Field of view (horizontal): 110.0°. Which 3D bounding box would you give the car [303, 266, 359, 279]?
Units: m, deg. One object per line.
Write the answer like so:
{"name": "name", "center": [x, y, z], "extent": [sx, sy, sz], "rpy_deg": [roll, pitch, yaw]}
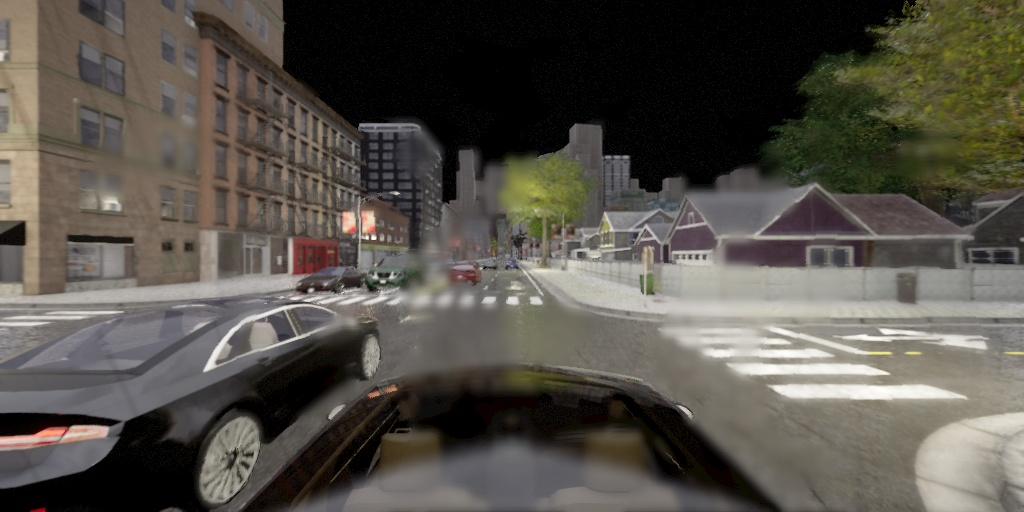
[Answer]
{"name": "car", "center": [-9.853, 1.296, 20.237], "extent": [2.033, 1.411, 5.357], "rpy_deg": [0, 0, 0]}

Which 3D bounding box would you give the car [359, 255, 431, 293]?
{"name": "car", "center": [-6.602, 0.973, 21.093], "extent": [2.150, 2.045, 5.566], "rpy_deg": [0, 0, 0]}

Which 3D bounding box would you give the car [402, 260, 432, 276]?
{"name": "car", "center": [-9.843, 1.232, 37.591], "extent": [1.882, 1.535, 5.008], "rpy_deg": [0, 0, 0]}

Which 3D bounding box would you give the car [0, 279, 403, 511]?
{"name": "car", "center": [-3.151, 1.242, 4.286], "extent": [2.128, 1.511, 4.902], "rpy_deg": [0, 0, 0]}

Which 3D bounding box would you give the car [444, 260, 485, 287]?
{"name": "car", "center": [-3.154, 1.227, 24.782], "extent": [1.882, 1.535, 5.008], "rpy_deg": [0, 0, 0]}

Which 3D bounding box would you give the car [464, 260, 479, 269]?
{"name": "car", "center": [-6.513, 1.339, 58.132], "extent": [1.994, 1.385, 4.181], "rpy_deg": [0, 0, 0]}

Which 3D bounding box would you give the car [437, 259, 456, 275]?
{"name": "car", "center": [-6.593, 1.318, 37.957], "extent": [1.994, 1.385, 4.181], "rpy_deg": [0, 0, 0]}

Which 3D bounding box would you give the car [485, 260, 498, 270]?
{"name": "car", "center": [-3.255, 1.331, 54.148], "extent": [1.994, 1.385, 4.181], "rpy_deg": [0, 0, 0]}

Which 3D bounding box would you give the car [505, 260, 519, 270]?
{"name": "car", "center": [-0.008, 1.293, 53.832], "extent": [1.812, 1.442, 4.674], "rpy_deg": [0, 0, 0]}
